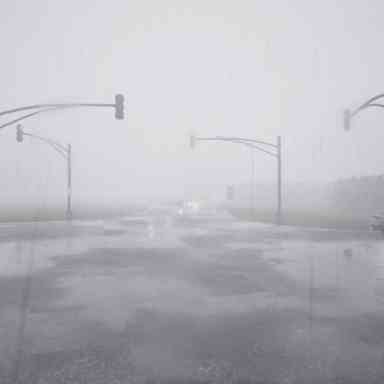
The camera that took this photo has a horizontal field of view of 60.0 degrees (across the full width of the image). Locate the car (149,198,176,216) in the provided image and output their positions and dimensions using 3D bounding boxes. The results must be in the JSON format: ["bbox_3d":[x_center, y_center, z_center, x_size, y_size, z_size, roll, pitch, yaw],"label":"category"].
[{"bbox_3d":[-2.980,1.526,32.616,1.812,1.442,4.674,0,0,2],"label":"car"}]

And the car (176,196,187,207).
[{"bbox_3d":[-2.255,1.594,49.089,1.895,1.301,4.718,0,0,3],"label":"car"}]

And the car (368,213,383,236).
[{"bbox_3d":[10.783,1.494,15.143,4.902,1.511,2.128,0,-1,13],"label":"car"}]

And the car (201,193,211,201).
[{"bbox_3d":[3.411,1.191,79.138,2.150,2.045,5.566,0,0,5],"label":"car"}]

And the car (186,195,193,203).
[{"bbox_3d":[-0.893,1.470,69.204,2.128,1.511,4.902,0,0,4],"label":"car"}]
